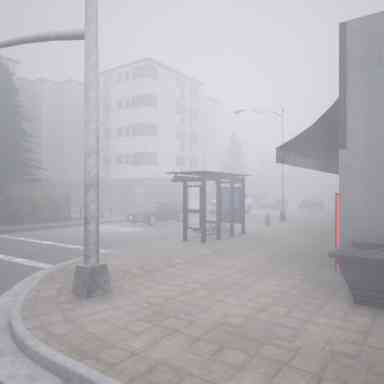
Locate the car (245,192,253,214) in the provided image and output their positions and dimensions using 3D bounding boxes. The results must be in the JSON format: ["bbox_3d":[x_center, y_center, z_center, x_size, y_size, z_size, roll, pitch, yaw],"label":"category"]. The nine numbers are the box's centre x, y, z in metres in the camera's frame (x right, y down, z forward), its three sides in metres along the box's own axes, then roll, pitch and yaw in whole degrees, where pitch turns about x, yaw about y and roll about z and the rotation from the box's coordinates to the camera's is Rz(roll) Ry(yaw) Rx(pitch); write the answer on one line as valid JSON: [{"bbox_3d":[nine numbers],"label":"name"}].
[{"bbox_3d":[3.589,1.045,30.337,2.150,2.045,5.566,0,0,36],"label":"car"}]

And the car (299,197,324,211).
[{"bbox_3d":[13.761,1.329,38.183,1.837,1.490,4.892,0,0,36],"label":"car"}]

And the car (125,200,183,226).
[{"bbox_3d":[-2.296,1.328,22.154,1.837,1.490,4.892,0,0,36],"label":"car"}]

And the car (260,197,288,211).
[{"bbox_3d":[9.530,1.301,38.553,1.882,1.535,5.008,0,0,36],"label":"car"}]
